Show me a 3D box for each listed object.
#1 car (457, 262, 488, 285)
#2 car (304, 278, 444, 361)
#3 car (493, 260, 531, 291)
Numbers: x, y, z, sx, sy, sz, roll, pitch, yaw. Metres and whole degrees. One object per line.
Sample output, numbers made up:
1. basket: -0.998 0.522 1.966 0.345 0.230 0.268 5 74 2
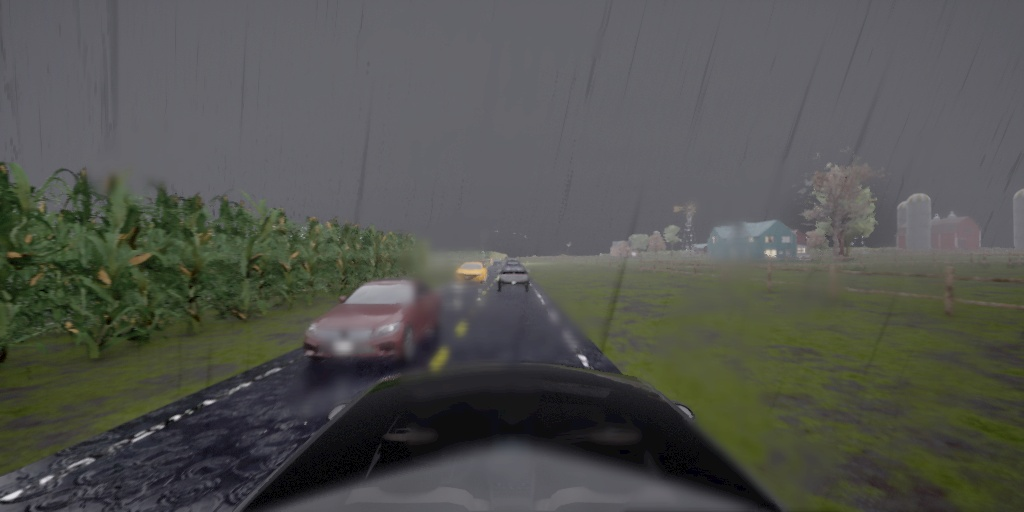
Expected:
1. car: -2.852 1.202 26.338 1.882 1.535 5.008 0 0 0
2. car: -2.818 1.269 8.398 1.812 1.442 4.674 0 0 1
3. car: 0.096 1.222 21.578 2.128 1.511 4.902 0 0 0
